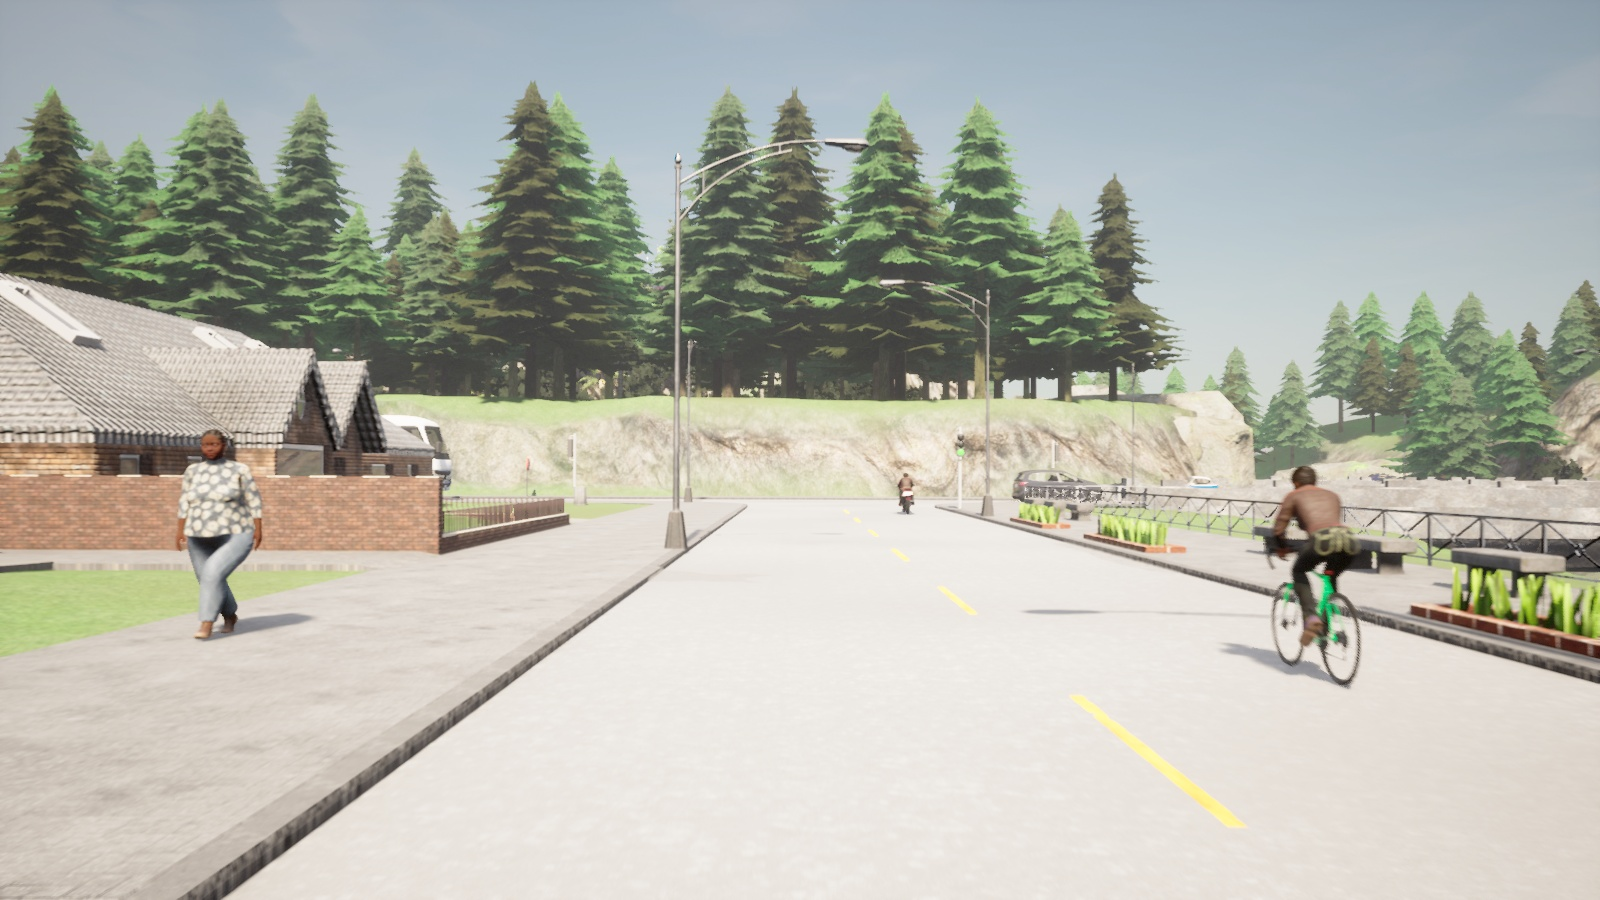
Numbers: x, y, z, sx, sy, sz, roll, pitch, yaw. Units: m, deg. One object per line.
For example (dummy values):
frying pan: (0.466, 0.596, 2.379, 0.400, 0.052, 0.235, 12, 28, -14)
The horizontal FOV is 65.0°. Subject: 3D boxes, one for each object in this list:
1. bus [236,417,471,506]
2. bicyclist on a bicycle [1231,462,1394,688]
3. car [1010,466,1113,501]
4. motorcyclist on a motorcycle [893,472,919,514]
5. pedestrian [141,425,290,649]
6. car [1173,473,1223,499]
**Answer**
bus: (-22.080, 0.575, 62.632, 10.273, 4.253, 3.944, 0, -1, 0)
bicyclist on a bicycle: (3.977, 0.917, 9.880, 0.582, 1.620, 1.656, 0, -1, 0)
car: (13.022, 1.657, 62.718, 4.611, 1.667, 2.242, 0, -1, -5)
motorcyclist on a motorcycle: (3.892, 1.554, 46.189, 0.797, 1.523, 2.044, 0, -1, 0)
pedestrian: (-5.036, 0.727, 10.882, 0.874, 1.855, 0.900, 0, -1, 0)
car: (21.119, 1.902, 66.705, 2.207, 1.376, 1.481, 0, -1, 0)
